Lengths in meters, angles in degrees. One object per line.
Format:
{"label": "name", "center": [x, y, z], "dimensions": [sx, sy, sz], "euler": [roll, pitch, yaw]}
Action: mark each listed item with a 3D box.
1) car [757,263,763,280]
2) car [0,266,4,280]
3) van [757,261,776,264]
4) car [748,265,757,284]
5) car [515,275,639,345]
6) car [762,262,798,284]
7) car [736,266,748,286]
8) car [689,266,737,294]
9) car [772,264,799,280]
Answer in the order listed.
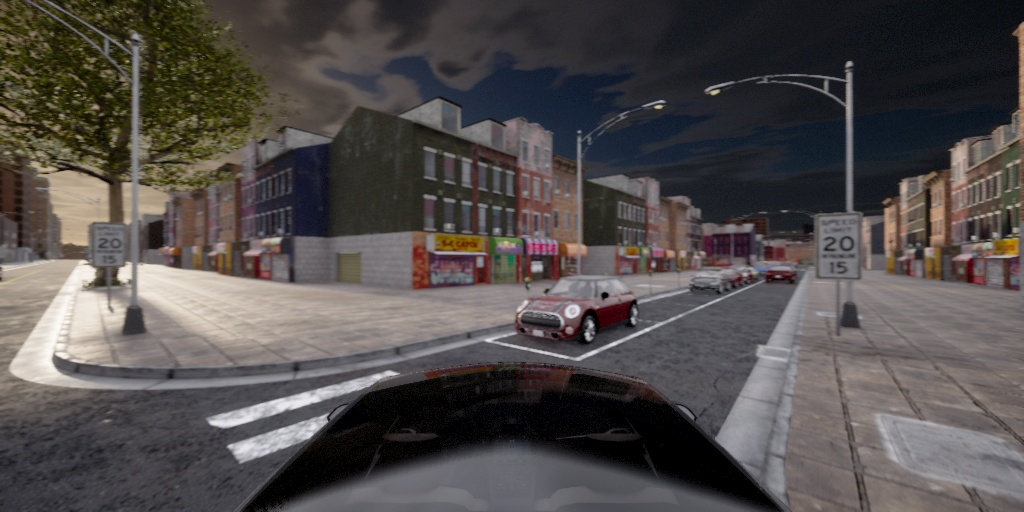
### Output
{"label": "car", "center": [22.670, 1.672, 34.661], "dimensions": [1.751, 1.417, 4.829], "euler": [0, 0, 40]}
{"label": "car", "center": [-38.981, 1.126, 26.186], "dimensions": [4.892, 1.490, 1.837], "euler": [0, 0, 41]}
{"label": "van", "center": [33.233, 1.655, 47.298], "dimensions": [1.690, 1.789, 3.998], "euler": [0, 0, 40]}
{"label": "car", "center": [19.294, 1.532, 30.622], "dimensions": [1.967, 1.591, 4.097], "euler": [0, 0, 40]}
{"label": "car", "center": [1.871, 1.267, 9.776], "dimensions": [1.967, 1.591, 4.097], "euler": [0, 0, 40]}
{"label": "car", "center": [24.134, 1.612, 32.217], "dimensions": [1.882, 1.535, 5.008], "euler": [0, -1, 41]}
{"label": "car", "center": [15.810, 1.583, 26.453], "dimensions": [1.888, 1.381, 4.507], "euler": [0, 0, 40]}
{"label": "car", "center": [12.325, 1.535, 22.284], "dimensions": [2.007, 1.370, 4.403], "euler": [0, 0, 40]}
{"label": "car", "center": [30.609, 1.730, 40.037], "dimensions": [2.128, 1.511, 4.902], "euler": [0, -1, 40]}
